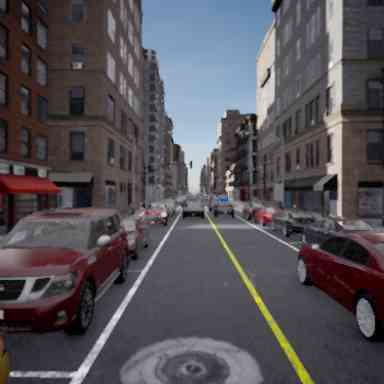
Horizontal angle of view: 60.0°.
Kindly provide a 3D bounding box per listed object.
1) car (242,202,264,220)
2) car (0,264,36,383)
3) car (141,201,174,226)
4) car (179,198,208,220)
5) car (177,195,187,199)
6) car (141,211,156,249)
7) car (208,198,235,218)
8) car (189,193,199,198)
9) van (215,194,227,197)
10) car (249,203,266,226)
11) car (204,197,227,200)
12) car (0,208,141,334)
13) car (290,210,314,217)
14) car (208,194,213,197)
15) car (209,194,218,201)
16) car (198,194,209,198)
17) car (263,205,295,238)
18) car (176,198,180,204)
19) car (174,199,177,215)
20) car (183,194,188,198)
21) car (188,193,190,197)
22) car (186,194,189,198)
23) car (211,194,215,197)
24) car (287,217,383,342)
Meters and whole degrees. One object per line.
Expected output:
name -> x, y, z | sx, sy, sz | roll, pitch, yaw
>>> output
car -> 5.512, 1.533, 28.977 | 1.967, 1.590, 4.097 | 0, 0, 0
car -> -2.639, 1.516, 1.246 | 1.752, 1.417, 4.829 | 0, 0, 0
car -> -2.539, 1.481, 23.488 | 1.967, 1.590, 4.097 | 0, 0, 0
car -> 0.127, 1.545, 29.274 | 1.882, 1.535, 5.008 | 0, 0, 0
car -> -2.361, 1.677, 61.605 | 2.008, 1.369, 4.403 | 0, 0, 0
car -> -2.591, 1.598, 12.451 | 1.802, 1.307, 4.206 | 0, 0, 0
car -> 2.938, 1.577, 31.441 | 2.128, 1.511, 4.902 | 0, 0, 1
car -> 0.418, 1.695, 91.730 | 1.837, 1.490, 4.892 | 0, 0, 0
van -> 5.665, 1.506, 61.577 | 1.690, 1.788, 3.998 | 0, 0, 0
car -> 5.485, 1.662, 23.458 | 1.802, 1.307, 4.206 | 0, 0, 0
car -> 2.941, 1.657, 41.989 | 2.033, 1.411, 5.357 | 0, 0, 0
car -> -2.616, 1.319, 6.933 | 2.192, 1.841, 5.009 | 0, 0, 0
car -> 5.434, 1.606, 12.420 | 2.008, 1.369, 4.403 | 0, 0, 0
car -> 5.770, 1.794, 84.301 | 1.802, 1.307, 4.206 | 0, 0, 0
car -> 5.798, 1.535, 89.983 | 2.192, 1.841, 5.009 | 0, 0, 0
car -> 3.152, 1.757, 88.416 | 1.895, 1.301, 4.718 | 0, 0, 0
car -> 5.460, 1.618, 17.939 | 2.008, 1.369, 4.403 | 0, 0, 0
car -> -2.488, 1.617, 34.524 | 2.008, 1.369, 4.403 | 0, 0, 0
car -> -2.514, 1.579, 28.836 | 1.752, 1.417, 4.829 | 0, 0, 0
car -> -2.335, 1.683, 67.287 | 1.887, 1.381, 4.507 | 0, 0, 0
car -> -2.228, 1.748, 90.015 | 1.947, 1.339, 4.313 | 0, 0, 0
car -> -2.255, 1.698, 84.163 | 1.752, 1.417, 4.829 | 0, 0, 0
car -> 5.717, 1.772, 72.938 | 1.802, 1.307, 4.206 | 0, 0, 0
car -> 3.595, 1.511, 6.533 | 1.882, 1.535, 5.008 | 0, 0, 0
